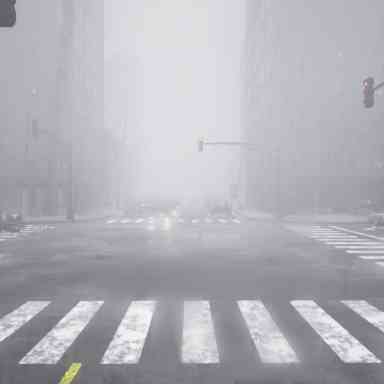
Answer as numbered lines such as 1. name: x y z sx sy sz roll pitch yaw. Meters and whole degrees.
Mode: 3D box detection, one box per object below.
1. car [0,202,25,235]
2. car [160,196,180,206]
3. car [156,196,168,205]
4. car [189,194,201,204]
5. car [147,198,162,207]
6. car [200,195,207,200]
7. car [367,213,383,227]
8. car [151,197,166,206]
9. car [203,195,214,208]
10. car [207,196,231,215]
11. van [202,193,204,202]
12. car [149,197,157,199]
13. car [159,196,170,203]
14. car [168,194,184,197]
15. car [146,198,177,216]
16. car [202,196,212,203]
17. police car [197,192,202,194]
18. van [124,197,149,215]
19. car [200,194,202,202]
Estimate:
1. car: -11.340 1.333 17.338 4.553 1.767 2.097 0 0 0
2. car: -2.894 1.604 43.180 1.895 1.301 4.718 0 0 1
3. car: -5.564 1.527 61.594 1.752 1.417 4.829 0 0 0
4. car: 0.413 1.549 63.328 2.033 1.411 5.357 0 0 0
5. car: -5.618 1.585 50.428 1.802 1.307 4.206 0 0 0
6. car: 3.100 1.558 90.076 1.947 1.339 4.313 0 0 0
7. car: 13.633 1.615 20.716 4.718 1.301 1.895 0 0 0
8. car: -5.591 1.569 56.096 1.947 1.339 4.313 0 0 0
9. car: 2.880 1.443 44.721 1.967 1.590 4.097 0 0 0
10. car: 2.825 1.442 33.383 1.967 1.590 4.097 0 0 0
11. van: 2.935 1.344 56.060 1.690 1.788 3.998 0 0 0
12. car: -5.673 1.443 39.091 1.967 1.590 4.097 0 0 0
13. car: -5.535 1.566 67.432 1.947 1.339 4.313 0 0 0
14. car: -2.834 1.550 53.870 2.033 1.411 5.357 0 0 1
15. car: -2.943 1.603 33.197 1.895 1.301 4.718 0 0 3
16. car: 2.990 1.551 67.399 2.008 1.369 4.403 0 0 0
17. police car: 2.747 1.421 79.490 1.930 1.638 5.238 0 0 0
18. van: -5.701 1.343 33.423 1.690 1.788 3.998 0 0 0
19. car: 2.963 1.527 61.899 1.752 1.417 4.829 0 0 0
